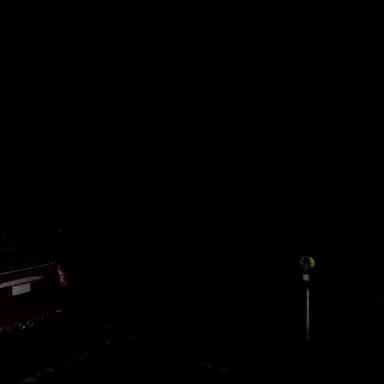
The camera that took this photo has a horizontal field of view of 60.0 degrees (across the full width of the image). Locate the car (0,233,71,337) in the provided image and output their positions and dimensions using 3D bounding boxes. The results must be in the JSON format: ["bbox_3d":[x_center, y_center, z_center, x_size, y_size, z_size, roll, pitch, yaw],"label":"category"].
[{"bbox_3d":[-4.064,1.440,5.975,4.097,1.590,1.967,0,0,36],"label":"car"}]
